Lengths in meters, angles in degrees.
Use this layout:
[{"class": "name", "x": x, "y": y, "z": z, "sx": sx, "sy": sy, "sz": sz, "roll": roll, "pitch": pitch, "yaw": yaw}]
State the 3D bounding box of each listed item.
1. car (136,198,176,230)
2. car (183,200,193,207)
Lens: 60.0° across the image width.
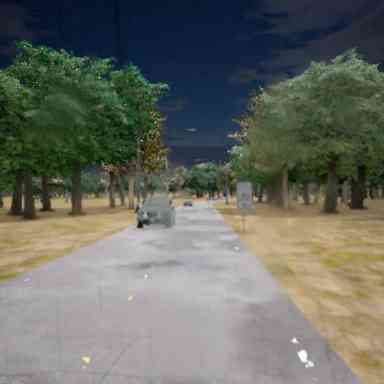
[{"class": "car", "x": -2.373, "y": 1.420, "z": 23.350, "sx": 2.150, "sy": 2.045, "sz": 5.566, "roll": 0, "pitch": -1, "yaw": 2}, {"class": "car", "x": -0.720, "y": 2.198, "z": 65.665, "sx": 2.033, "sy": 1.411, "sz": 5.357, "roll": 0, "pitch": -1, "yaw": 2}]
